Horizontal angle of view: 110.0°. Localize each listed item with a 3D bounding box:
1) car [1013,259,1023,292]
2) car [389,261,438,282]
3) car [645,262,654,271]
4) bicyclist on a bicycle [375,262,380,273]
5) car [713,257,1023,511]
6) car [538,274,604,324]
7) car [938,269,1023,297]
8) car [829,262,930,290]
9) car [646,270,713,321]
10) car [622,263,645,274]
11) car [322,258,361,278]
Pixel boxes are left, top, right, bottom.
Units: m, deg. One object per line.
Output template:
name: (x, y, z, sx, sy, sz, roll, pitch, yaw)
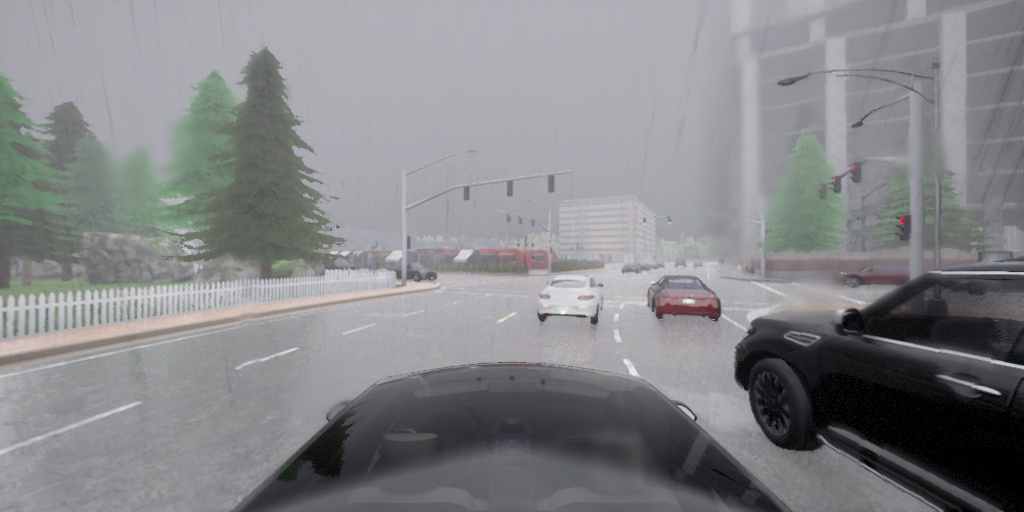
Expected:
car: (33.980, 1.187, 20.637, 5.566, 2.045, 2.150, 0, 0, 29)
car: (-8.825, 1.344, 31.936, 4.553, 1.767, 2.097, 0, 0, 29)
car: (20.076, 1.721, 55.199, 1.895, 1.301, 4.718, 0, 0, 29)
bicyclist on a bicycle: (-16.315, 1.513, 43.587, 0.582, 1.620, 1.656, 0, 0, -23)
car: (3.776, 0.980, 2.032, 2.150, 2.045, 5.566, 0, 0, 1)
car: (2.109, 1.347, 12.301, 1.812, 1.442, 4.674, 0, -1, 17)
car: (27.737, 1.481, 20.049, 4.674, 1.442, 1.812, 0, 0, 28)
car: (25.581, 1.339, 25.255, 4.553, 1.767, 2.097, 0, 0, 29)
car: (6.092, 1.394, 13.065, 1.994, 1.385, 4.181, 0, 0, 17)
car: (15.851, 1.628, 47.405, 1.994, 1.385, 4.181, 0, 0, 29)
car: (-18.184, 1.237, 37.112, 5.566, 2.045, 2.150, 0, 0, 29)
